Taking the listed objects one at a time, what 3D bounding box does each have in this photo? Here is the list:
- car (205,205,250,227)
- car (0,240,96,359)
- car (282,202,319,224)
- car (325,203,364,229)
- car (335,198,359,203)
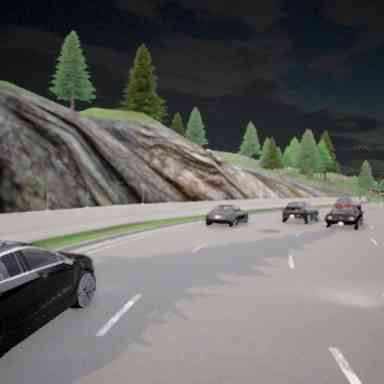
[{"bbox_3d":[2.520,1.558,22.965,1.994,1.385,4.181,0,0,27],"label":"car"},{"bbox_3d":[-3.058,1.461,4.954,2.128,1.511,4.902,0,0,6],"label":"car"},{"bbox_3d":[8.374,1.539,25.444,1.837,1.490,4.892,0,-2,33],"label":"car"},{"bbox_3d":[10.329,1.660,22.323,1.895,1.301,4.718,0,0,32],"label":"car"},{"bbox_3d":[17.318,1.451,37.014,2.097,1.767,4.553,1,0,39],"label":"car"}]
